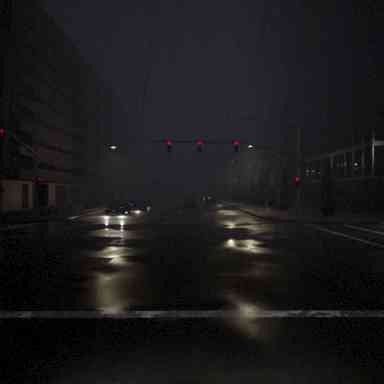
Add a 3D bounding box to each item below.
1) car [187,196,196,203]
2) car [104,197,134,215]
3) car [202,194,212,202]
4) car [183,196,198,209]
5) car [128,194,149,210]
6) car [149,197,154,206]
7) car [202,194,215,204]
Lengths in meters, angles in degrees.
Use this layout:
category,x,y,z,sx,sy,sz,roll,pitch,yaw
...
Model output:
category,x,y,z,sx,sy,sz,roll,pitch,yaw
car,-0.056,1.543,72.780,2.033,1.411,5.357,0,0,1
car,-7.488,1.526,34.132,1.812,1.442,4.674,0,0,0
car,3.418,1.355,74.492,2.097,1.767,4.553,0,0,1
car,-0.254,1.547,45.685,2.033,1.411,5.357,0,0,1
car,-7.480,1.221,44.042,2.150,2.045,5.566,0,0,1
car,-7.375,1.547,54.506,2.033,1.411,5.357,0,0,1
car,3.419,1.491,64.627,2.128,1.511,4.902,0,0,1
